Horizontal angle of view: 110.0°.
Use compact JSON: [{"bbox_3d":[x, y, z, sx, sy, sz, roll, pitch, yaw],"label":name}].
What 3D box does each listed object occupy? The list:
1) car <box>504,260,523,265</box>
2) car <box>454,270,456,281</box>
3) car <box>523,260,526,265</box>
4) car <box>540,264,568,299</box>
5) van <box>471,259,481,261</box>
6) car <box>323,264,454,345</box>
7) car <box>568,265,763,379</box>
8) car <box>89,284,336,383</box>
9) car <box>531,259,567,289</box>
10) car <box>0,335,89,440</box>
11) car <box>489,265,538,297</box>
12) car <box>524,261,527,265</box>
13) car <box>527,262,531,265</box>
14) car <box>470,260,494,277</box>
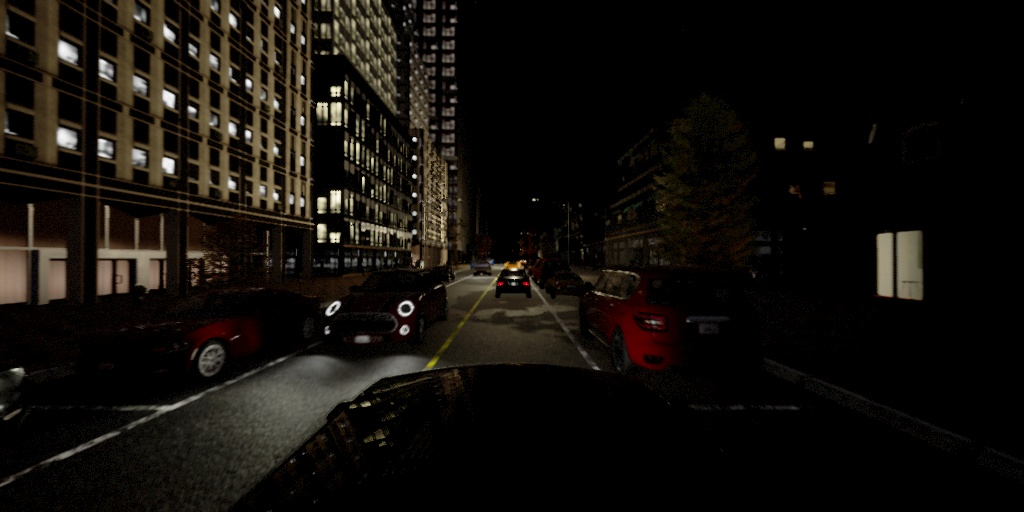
[{"bbox_3d":[0.073,1.415,43.210,1.882,1.535,5.008,0,0,0],"label":"car"},{"bbox_3d":[-5.707,1.439,29.428,1.948,1.339,4.313,0,0,0],"label":"car"},{"bbox_3d":[2.657,1.587,57.115,1.802,1.307,4.207,0,0,0],"label":"car"},{"bbox_3d":[2.680,1.348,18.527,1.751,1.417,4.829,0,0,0],"label":"car"},{"bbox_3d":[-5.724,1.346,57.112,1.690,1.789,3.998,0,0,0],"label":"van"},{"bbox_3d":[-3.074,1.136,9.637,2.097,1.767,4.553,0,0,0],"label":"car"},{"bbox_3d":[2.687,1.088,7.283,2.192,1.841,5.009,0,0,0],"label":"car"},{"bbox_3d":[-5.694,1.319,7.280,1.888,1.381,4.507,0,0,0],"label":"car"},{"bbox_3d":[2.677,1.162,23.894,2.192,1.841,5.009,0,0,0],"label":"car"},{"bbox_3d":[-5.690,1.301,1.743,2.007,1.370,4.403,0,0,0],"label":"car"},{"bbox_3d":[0.071,1.375,19.489,2.033,1.411,5.357,0,0,0],"label":"car"},{"bbox_3d":[2.666,1.490,40.504,1.948,1.339,4.313,0,0,0],"label":"car"},{"bbox_3d":[2.674,1.188,29.430,2.192,1.841,5.009,0,0,0],"label":"car"},{"bbox_3d":[-3.117,1.466,39.302,2.033,1.411,5.357,0,0,0],"label":"car"}]
